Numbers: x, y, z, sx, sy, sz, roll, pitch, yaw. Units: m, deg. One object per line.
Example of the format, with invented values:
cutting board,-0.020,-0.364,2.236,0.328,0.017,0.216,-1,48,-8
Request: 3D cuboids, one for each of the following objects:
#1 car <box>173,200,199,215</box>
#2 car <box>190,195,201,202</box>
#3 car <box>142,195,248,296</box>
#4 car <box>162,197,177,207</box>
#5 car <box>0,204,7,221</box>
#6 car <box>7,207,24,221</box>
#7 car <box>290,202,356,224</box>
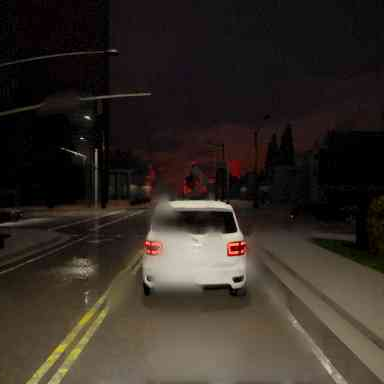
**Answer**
car,-0.535,1.581,35.802,1.994,1.385,4.181,0,0,11
car,0.841,1.524,78.642,1.812,1.442,4.674,0,0,12
car,0.079,1.221,8.759,2.150,2.045,5.566,0,0,0
car,-3.532,1.564,52.903,1.994,1.385,4.181,0,0,0
car,-16.781,1.657,23.966,5.357,1.411,2.033,-1,0,-3
car,-16.446,1.634,27.488,4.674,1.442,1.812,-1,0,0
car,9.654,1.500,24.177,4.892,1.490,1.837,0,0,0
